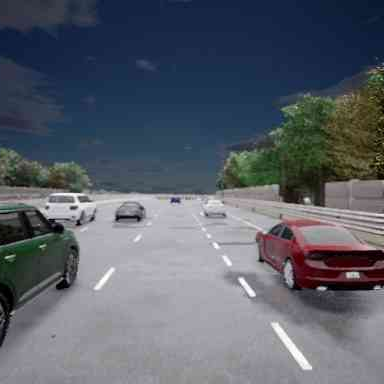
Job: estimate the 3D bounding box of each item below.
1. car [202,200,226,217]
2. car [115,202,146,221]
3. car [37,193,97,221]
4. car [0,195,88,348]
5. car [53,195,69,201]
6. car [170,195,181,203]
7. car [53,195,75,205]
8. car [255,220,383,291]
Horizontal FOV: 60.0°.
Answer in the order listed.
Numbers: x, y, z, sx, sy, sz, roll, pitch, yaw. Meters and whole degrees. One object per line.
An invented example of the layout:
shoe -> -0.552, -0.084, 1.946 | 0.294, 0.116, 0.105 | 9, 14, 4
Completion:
car -> 2.024, 1.490, 31.136 | 1.812, 1.442, 4.674 | 1, 0, -3
car -> -4.719, 1.471, 25.905 | 1.994, 1.385, 4.181 | 1, 0, -3
car -> -8.055, 1.102, 22.511 | 2.150, 2.045, 5.566 | 1, 0, -3
car -> -3.739, 1.180, 5.861 | 2.150, 2.045, 5.566 | 1, 0, -3
car -> -28.062, 1.325, 71.420 | 1.895, 1.301, 4.718 | 1, -1, -3
car -> -3.271, 1.424, 66.074 | 1.882, 1.535, 5.008 | 1, 0, -3
car -> -20.211, 1.210, 52.693 | 1.812, 1.442, 4.674 | 1, 0, -2
car -> 3.106, 1.511, 9.140 | 1.882, 1.535, 5.008 | 1, 0, -3
